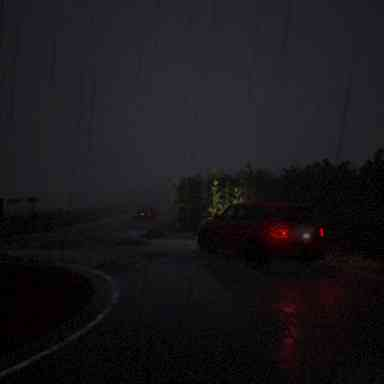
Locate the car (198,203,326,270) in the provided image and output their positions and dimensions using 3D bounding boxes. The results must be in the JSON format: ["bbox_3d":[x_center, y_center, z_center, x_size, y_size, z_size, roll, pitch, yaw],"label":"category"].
[{"bbox_3d":[2.243,1.408,12.136,2.150,2.045,5.566,2,-1,-24],"label":"car"}]

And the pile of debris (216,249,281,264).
[{"bbox_3d":[2.046,2.368,12.310,1.500,0.140,1.860,0,-1,-31],"label":"pile of debris"}]

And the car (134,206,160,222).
[{"bbox_3d":[-4.393,2.117,32.898,2.033,1.411,5.357,-1,-1,3],"label":"car"}]
